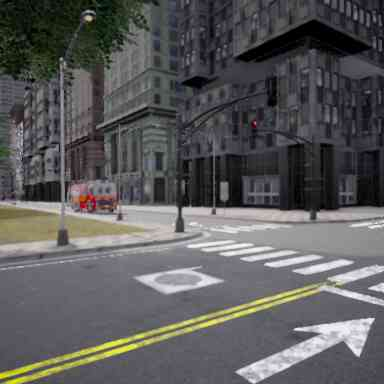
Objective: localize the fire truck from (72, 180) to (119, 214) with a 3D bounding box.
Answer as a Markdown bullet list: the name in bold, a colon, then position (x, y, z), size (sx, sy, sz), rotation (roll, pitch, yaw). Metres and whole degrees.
- **fire truck**: position (-11.753, 0.559, 39.653), size (2.891, 3.827, 8.468), rotation (-1, 0, -35)
